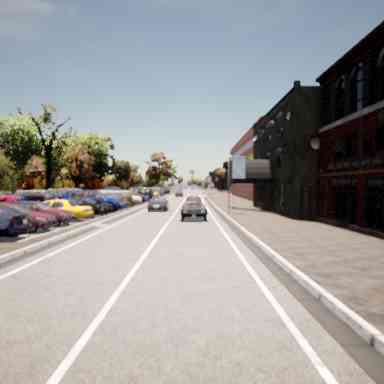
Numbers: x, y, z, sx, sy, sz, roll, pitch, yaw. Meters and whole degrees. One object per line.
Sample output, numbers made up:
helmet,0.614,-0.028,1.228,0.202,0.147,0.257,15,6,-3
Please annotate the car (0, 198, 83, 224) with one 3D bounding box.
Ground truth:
car,-9.347,1.269,19.805,4.674,1.452,2.002,0,0,0

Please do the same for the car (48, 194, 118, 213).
car,-9.289,1.164,28.282,5.008,1.535,2.097,0,0,0

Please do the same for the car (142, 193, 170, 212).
car,-3.266,1.151,32.879,2.128,1.511,4.902,0,1,0

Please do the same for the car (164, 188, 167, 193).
car,-8.908,0.206,76.328,4.792,1.488,2.163,0,1,0

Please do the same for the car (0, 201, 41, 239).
car,-9.415,1.301,14.154,4.792,1.488,2.163,0,0,0

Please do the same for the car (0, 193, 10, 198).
car,-21.791,1.150,33.854,4.792,1.488,2.163,0,0,0

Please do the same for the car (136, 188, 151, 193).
car,-9.152,0.693,50.902,4.553,1.767,2.185,0,1,0

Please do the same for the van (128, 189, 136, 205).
van,-9.319,0.849,39.462,4.442,1.987,1.878,0,1,0

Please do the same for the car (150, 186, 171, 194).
car,-8.786,-0.512,93.270,5.566,2.045,2.435,0,2,0

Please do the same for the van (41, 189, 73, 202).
van,-21.788,0.522,53.755,4.442,1.987,1.878,0,2,0

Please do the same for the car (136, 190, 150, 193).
car,-9.135,0.890,48.080,5.008,1.535,2.097,0,1,0

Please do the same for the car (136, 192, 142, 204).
car,-9.184,1.068,42.423,4.674,1.452,2.002,0,1,0

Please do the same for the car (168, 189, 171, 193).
car,-8.850,-0.111,87.626,5.008,1.535,2.097,0,2,0

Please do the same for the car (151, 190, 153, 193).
car,-9.103,0.787,53.731,4.674,1.452,2.002,0,1,0

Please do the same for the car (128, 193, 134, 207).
car,-9.225,1.139,36.759,4.674,1.452,2.002,0,0,0

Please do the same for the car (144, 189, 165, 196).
car,-8.919,0.145,79.154,4.674,1.452,2.002,0,1,0

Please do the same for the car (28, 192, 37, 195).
car,-21.773,1.074,39.512,5.008,1.535,2.097,0,0,0

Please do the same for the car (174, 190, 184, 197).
car,-2.791,0.275,73.450,2.033,1.411,5.357,0,1,1

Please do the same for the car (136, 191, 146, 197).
car,-9.158,1.001,45.257,4.674,1.452,2.002,0,1,0

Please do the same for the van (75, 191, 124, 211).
van,-9.360,0.895,33.932,4.442,1.987,1.878,0,0,0

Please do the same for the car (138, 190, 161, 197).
car,-8.975,0.359,70.679,4.674,1.452,2.002,0,1,0

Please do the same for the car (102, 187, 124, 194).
car,-21.381,-0.433,90.325,5.566,2.045,2.435,0,1,0

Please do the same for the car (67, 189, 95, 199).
car,-21.618,0.340,64.924,4.553,1.767,2.185,0,1,0

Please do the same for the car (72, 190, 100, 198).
car,-21.562,0.394,67.749,5.008,1.535,2.097,0,1,0

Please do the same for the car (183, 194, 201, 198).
car,0.230,1.095,41.168,1.994,1.385,4.181,0,1,0

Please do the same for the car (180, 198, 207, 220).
car,0.144,1.356,25.032,1.895,1.301,4.718,0,1,0

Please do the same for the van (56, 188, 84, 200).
van,-21.743,0.379,59.403,4.442,1.987,1.878,0,1,0

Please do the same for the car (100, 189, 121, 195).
car,-21.435,-0.110,87.633,4.892,1.521,2.231,0,1,0

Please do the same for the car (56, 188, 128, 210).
car,-9.235,0.891,31.106,5.566,2.045,2.435,0,0,0

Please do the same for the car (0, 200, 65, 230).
car,-9.368,1.290,16.980,4.674,1.452,2.002,0,0,0

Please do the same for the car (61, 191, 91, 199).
car,-21.613,0.537,62.104,5.008,1.535,2.097,0,1,0

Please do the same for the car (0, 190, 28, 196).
car,-21.771,0.848,36.675,5.566,2.045,2.435,0,0,0

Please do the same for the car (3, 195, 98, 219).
car,-9.510,1.204,22.632,5.366,1.575,1.946,0,0,0

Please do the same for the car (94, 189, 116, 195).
car,-21.461,0.036,81.988,4.892,1.521,2.231,0,2,0

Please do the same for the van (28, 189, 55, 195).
van,-21.615,0.736,45.285,4.442,1.987,1.878,0,1,0

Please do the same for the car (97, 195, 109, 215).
car,-9.299,1.185,25.457,5.008,1.535,2.097,0,0,0

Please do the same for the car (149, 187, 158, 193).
car,-9.108,0.425,56.548,5.566,2.045,2.435,0,1,0

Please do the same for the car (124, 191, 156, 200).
car,-9.245,0.602,59.381,5.366,1.575,1.946,0,1,0

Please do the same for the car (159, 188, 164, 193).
car,-8.833,0.459,65.027,5.366,1.575,1.946,0,1,0
